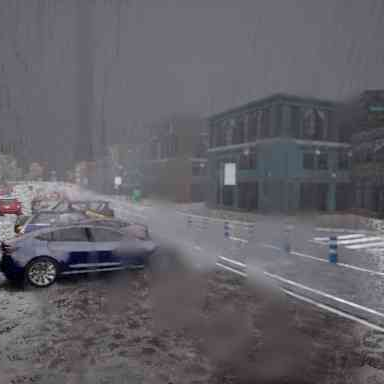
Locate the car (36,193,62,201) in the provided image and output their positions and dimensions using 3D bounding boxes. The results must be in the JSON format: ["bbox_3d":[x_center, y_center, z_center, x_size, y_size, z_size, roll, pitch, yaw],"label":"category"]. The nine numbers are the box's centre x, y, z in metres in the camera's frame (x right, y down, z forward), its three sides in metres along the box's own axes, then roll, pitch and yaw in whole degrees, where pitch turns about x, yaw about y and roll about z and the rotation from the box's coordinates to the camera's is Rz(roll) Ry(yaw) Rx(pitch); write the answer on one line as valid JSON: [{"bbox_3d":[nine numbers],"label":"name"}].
[{"bbox_3d":[-30.327,0.960,70.405,5.008,1.535,2.097,0,2,-24],"label":"car"}]

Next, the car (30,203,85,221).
[{"bbox_3d":[-13.062,1.894,32.374,4.792,1.488,2.163,0,0,-24],"label":"car"}]

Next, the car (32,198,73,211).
[{"bbox_3d":[-18.831,1.704,45.055,5.008,1.535,2.097,0,1,-24],"label":"car"}]

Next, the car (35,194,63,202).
[{"bbox_3d":[-28.031,1.119,65.335,4.892,1.521,2.231,0,2,-24],"label":"car"}]

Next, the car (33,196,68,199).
[{"bbox_3d":[-15.417,1.701,37.426,4.553,1.767,2.185,0,1,-24],"label":"car"}]

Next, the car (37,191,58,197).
[{"bbox_3d":[-37.184,0.507,85.626,4.792,1.488,2.163,0,2,-24],"label":"car"}]

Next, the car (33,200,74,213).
[{"bbox_3d":[-17.688,1.793,42.511,4.674,1.452,2.002,0,1,-24],"label":"car"}]

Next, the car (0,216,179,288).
[{"bbox_3d":[-2.719,1.613,9.526,4.792,1.488,2.163,0,-1,-24],"label":"car"}]

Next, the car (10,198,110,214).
[{"bbox_3d":[-7.369,1.549,19.655,5.566,2.045,2.435,0,-1,-24],"label":"car"}]

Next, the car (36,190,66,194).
[{"bbox_3d":[-23.458,1.179,55.182,5.566,2.045,2.435,0,2,-24],"label":"car"}]

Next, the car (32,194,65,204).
[{"bbox_3d":[-25.898,1.272,60.193,5.366,1.575,1.946,0,2,-24],"label":"car"}]

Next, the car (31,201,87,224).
[{"bbox_3d":[-11.911,1.745,29.834,4.553,1.767,2.185,0,0,-24],"label":"car"}]

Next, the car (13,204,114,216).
[{"bbox_3d":[-5.073,1.579,14.577,4.553,1.767,2.185,0,-1,-24],"label":"car"}]

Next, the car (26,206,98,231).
[{"bbox_3d":[-9.610,1.888,24.749,4.792,1.488,2.163,0,0,-24],"label":"car"}]

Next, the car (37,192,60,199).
[{"bbox_3d":[-32.621,0.842,75.476,4.674,1.452,2.002,0,2,-24],"label":"car"}]

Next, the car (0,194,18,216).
[{"bbox_3d":[-19.077,1.604,34.818,2.150,2.045,5.566,0,1,-24],"label":"car"}]

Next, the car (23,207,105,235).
[{"bbox_3d":[-8.485,1.835,22.208,4.892,1.521,2.231,0,0,-24],"label":"car"}]

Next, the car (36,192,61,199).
[{"bbox_3d":[-33.597,0.717,78.087,5.366,1.575,1.946,0,2,-24],"label":"car"}]

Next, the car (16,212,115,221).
[{"bbox_3d":[-3.920,1.674,12.037,4.792,1.488,2.163,0,-1,-24],"label":"car"}]

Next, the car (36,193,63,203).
[{"bbox_3d":[-26.797,1.074,62.699,4.553,1.767,2.185,0,2,-24],"label":"car"}]

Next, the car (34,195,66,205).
[{"bbox_3d":[-24.577,1.352,57.738,5.008,1.535,2.097,0,2,-24],"label":"car"}]

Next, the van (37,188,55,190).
[{"bbox_3d":[-29.279,0.814,67.818,4.442,1.987,1.878,0,2,-24],"label":"van"}]
